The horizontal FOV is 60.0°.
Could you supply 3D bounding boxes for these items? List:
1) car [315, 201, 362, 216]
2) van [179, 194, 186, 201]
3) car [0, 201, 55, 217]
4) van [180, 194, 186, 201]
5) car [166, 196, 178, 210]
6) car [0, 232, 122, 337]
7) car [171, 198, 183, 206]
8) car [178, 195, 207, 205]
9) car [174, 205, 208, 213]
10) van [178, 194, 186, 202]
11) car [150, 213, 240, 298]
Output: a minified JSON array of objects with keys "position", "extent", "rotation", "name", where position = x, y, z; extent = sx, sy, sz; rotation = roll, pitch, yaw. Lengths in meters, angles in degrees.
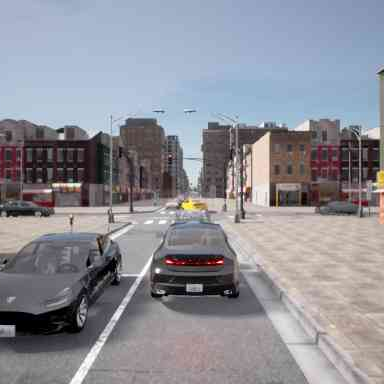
[{"position":[14.208,1.570,32.370],"extent":[4.181,1.385,1.994],"rotation":[0,0,0],"name":"car"},{"position":[-2.479,1.538,89.432],"extent":[1.690,1.788,3.998],"rotation":[0,0,0],"name":"van"},{"position":[-14.713,1.543,29.512],"extent":[4.892,1.490,1.837],"rotation":[0,0,0],"name":"car"},{"position":[-2.470,1.561,95.038],"extent":[1.690,1.788,3.998],"rotation":[0,0,0],"name":"van"},{"position":[-2.557,1.576,44.419],"extent":[1.752,1.417,4.829],"rotation":[0,0,0],"name":"car"},{"position":[-2.622,1.568,6.819],"extent":[1.947,1.339,4.313],"rotation":[0,0,0],"name":"car"},{"position":[-2.538,1.661,55.799],"extent":[1.802,1.307,4.206],"rotation":[0,0,0],"name":"car"},{"position":[0.246,1.517,37.905],"extent":[1.882,1.535,5.008],"rotation":[-2,1,-17],"name":"car"},{"position":[0.059,1.610,17.707],"extent":[1.895,1.301,4.718],"rotation":[0,0,1],"name":"car"},{"position":[-2.489,1.516,83.827],"extent":[1.690,1.788,3.998],"rotation":[0,0,0],"name":"van"},{"position":[0.085,1.508,8.496],"extent":[1.837,1.490,4.892],"rotation":[0,0,1],"name":"car"}]
